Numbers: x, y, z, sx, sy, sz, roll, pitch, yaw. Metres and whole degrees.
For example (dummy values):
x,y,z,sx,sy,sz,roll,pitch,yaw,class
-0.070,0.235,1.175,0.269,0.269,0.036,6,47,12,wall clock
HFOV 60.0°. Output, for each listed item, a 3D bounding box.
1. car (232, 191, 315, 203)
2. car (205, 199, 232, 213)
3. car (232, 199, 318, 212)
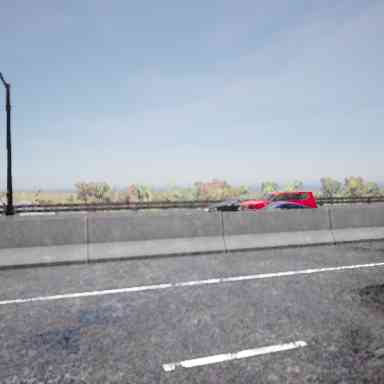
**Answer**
x,y,z,sx,sy,sz,roll,pitch,yaw,class
5.921,0.963,22.794,5.566,2.045,2.150,-1,0,-18,car
3.395,1.244,25.667,4.902,1.511,2.128,-1,0,-18,car
4.952,1.312,18.817,4.674,1.442,1.812,-1,0,-18,car
